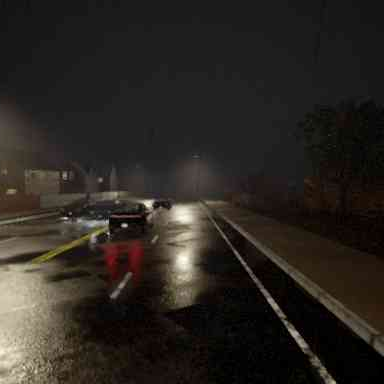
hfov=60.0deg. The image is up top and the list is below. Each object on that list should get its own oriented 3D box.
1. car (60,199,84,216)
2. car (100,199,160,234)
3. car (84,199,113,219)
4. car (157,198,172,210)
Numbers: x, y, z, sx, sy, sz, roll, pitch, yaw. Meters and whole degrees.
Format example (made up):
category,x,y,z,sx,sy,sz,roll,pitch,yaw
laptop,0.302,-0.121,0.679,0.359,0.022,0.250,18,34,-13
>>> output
category,x,y,z,sx,sy,sz,roll,pitch,yaw
car,-9.977,1.354,29.919,2.033,1.411,5.357,0,0,0
car,-3.237,1.372,18.337,2.128,1.511,4.902,0,0,0
car,-6.721,1.372,26.971,2.033,1.411,5.357,0,0,0
car,-3.335,1.345,37.784,1.895,1.301,4.718,0,0,0
